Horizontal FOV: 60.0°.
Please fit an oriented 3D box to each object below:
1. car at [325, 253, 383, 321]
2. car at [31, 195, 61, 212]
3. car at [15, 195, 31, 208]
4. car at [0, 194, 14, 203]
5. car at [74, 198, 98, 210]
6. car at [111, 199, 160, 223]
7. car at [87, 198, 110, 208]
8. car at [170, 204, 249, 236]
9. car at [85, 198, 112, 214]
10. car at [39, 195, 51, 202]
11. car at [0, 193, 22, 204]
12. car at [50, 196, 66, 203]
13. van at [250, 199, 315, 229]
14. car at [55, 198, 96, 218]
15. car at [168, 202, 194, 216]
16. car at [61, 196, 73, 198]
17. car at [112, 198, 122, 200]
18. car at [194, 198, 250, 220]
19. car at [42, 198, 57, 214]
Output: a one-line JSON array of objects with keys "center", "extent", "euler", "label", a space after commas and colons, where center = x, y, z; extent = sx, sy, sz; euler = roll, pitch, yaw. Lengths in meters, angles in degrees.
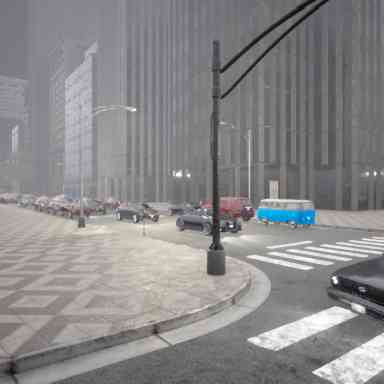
[{"center": [5.306, 1.549, 6.380], "extent": [5.357, 1.411, 2.033], "euler": [0, 0, -18], "label": "car"}, {"center": [-17.462, 1.461, 39.669], "extent": [1.967, 1.590, 4.097], "euler": [0, 0, -36], "label": "car"}, {"center": [-24.115, 1.562, 48.776], "extent": [2.008, 1.369, 4.403], "euler": [0, 0, -36], "label": "car"}, {"center": [-37.422, 1.285, 66.992], "extent": [2.192, 1.841, 5.009], "euler": [0, 0, -36], "label": "car"}, {"center": [-14.436, 1.547, 45.220], "extent": [1.812, 1.442, 4.674], "euler": [0, 0, -36], "label": "car"}, {"center": [-4.312, 1.537, 26.021], "extent": [1.837, 1.490, 4.892], "euler": [0, 0, -36], "label": "car"}, {"center": [-13.891, 1.602, 49.233], "extent": [1.802, 1.307, 4.206], "euler": [0, 0, -36], "label": "car"}, {"center": [0.872, 1.600, 18.924], "extent": [1.994, 1.385, 4.181], "euler": [0, 0, -36], "label": "car"}, {"center": [-10.345, 1.532, 34.293], "extent": [1.837, 1.490, 4.892], "euler": [0, 0, -36], "label": "car"}, {"center": [-33.967, 1.482, 76.727], "extent": [1.752, 1.417, 4.829], "euler": [0, 0, -35], "label": "car"}, {"center": [-34.095, 1.298, 62.438], "extent": [2.192, 1.841, 5.009], "euler": [0, 0, -36], "label": "car"}, {"center": [-27.298, 1.511, 67.589], "extent": [1.752, 1.417, 4.829], "euler": [0, 0, -36], "label": "car"}, {"center": [6.072, 1.379, 21.906], "extent": [1.690, 1.788, 3.998], "euler": [0, 0, -36], "label": "van"}, {"center": [-10.809, 1.572, 30.561], "extent": [1.887, 1.381, 4.507], "euler": [0, 0, -36], "label": "car"}, {"center": [-0.583, 1.599, 31.016], "extent": [1.947, 1.339, 4.313], "euler": [0, 0, -36], "label": "car"}, {"center": [-16.305, 1.546, 42.527], "extent": [1.812, 1.442, 4.674], "euler": [0, 0, -36], "label": "car"}, {"center": [-10.563, 1.464, 44.678], "extent": [1.967, 1.590, 4.097], "euler": [0, 0, -36], "label": "car"}, {"center": [2.744, 1.352, 26.461], "extent": [2.192, 1.841, 5.009], "euler": [0, 0, -36], "label": "car"}, {"center": [-14.136, 1.606, 35.115], "extent": [1.802, 1.307, 4.206], "euler": [0, 0, -36], "label": "car"}]
